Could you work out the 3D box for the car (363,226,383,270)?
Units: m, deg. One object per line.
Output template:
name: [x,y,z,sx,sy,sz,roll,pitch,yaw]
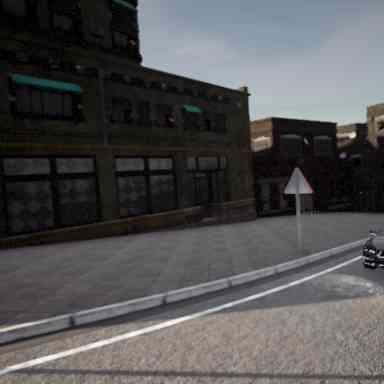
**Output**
car: [7.040,1.583,10.555,4.892,1.490,1.837,0,-1,-45]
